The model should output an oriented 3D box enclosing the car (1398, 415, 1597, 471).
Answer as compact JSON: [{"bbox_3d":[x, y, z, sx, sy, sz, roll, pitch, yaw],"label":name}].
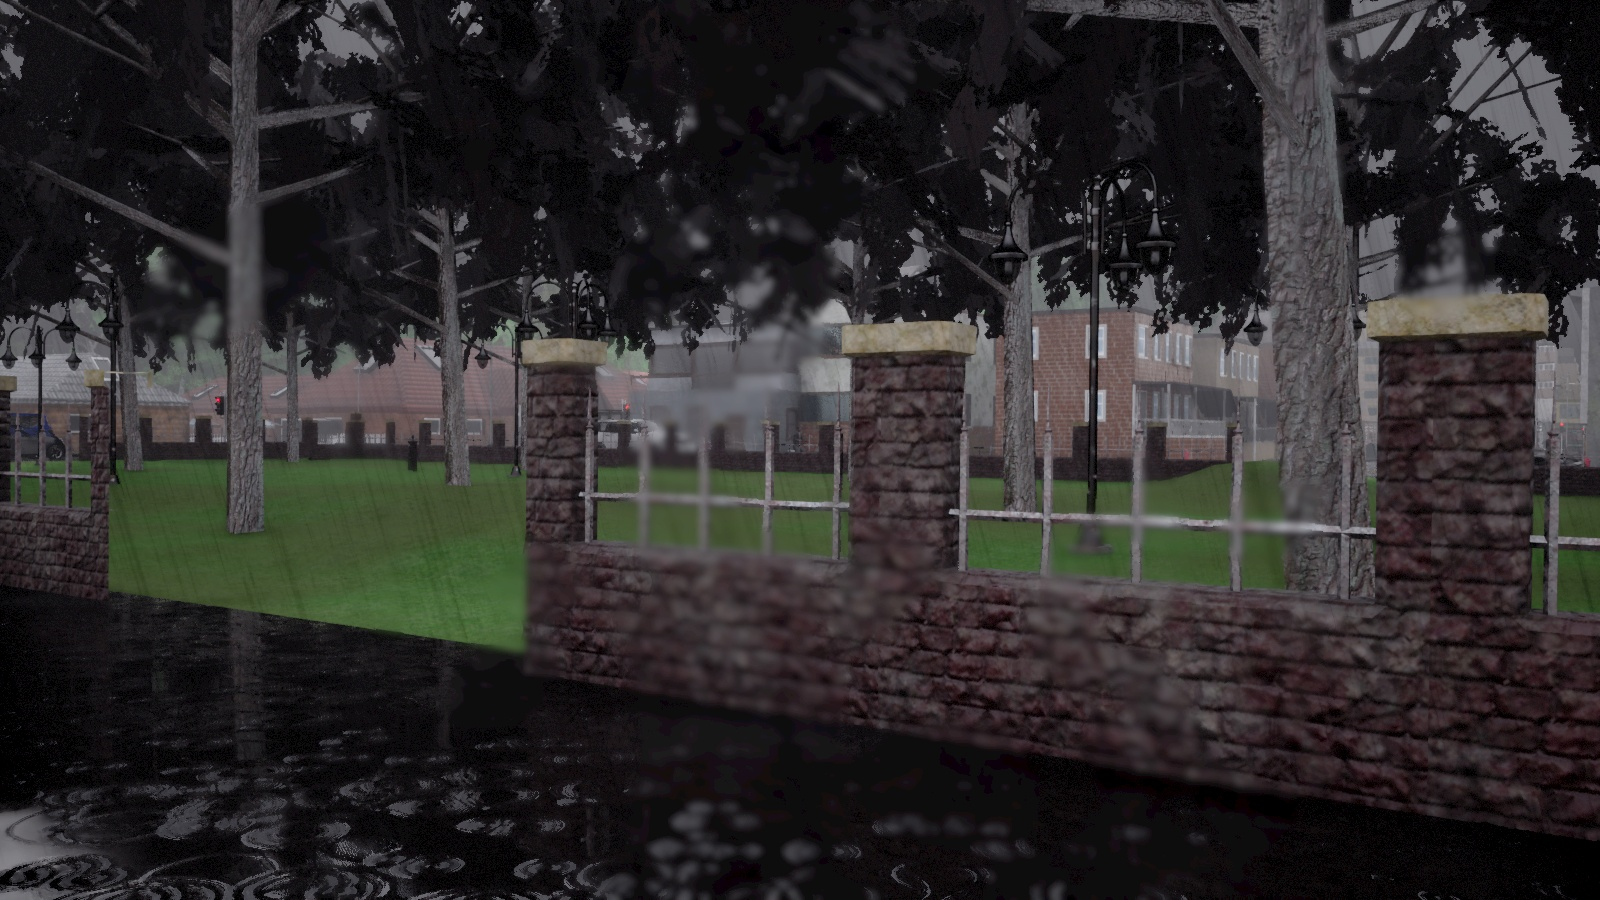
[{"bbox_3d":[21.799,-0.226,39.414,2.152,1.651,5.027,-1,1,-43],"label":"car"}]

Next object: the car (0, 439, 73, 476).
[{"bbox_3d":[-33.263,0.317,53.399,1.845,1.501,3.633,0,1,32],"label":"car"}]

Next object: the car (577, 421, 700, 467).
[{"bbox_3d":[-7.590,-0.284,58.786,5.566,2.045,2.150,0,1,31],"label":"car"}]

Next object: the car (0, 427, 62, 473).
[{"bbox_3d":[-36.376,0.013,56.030,2.150,2.045,5.566,0,1,34],"label":"car"}]
